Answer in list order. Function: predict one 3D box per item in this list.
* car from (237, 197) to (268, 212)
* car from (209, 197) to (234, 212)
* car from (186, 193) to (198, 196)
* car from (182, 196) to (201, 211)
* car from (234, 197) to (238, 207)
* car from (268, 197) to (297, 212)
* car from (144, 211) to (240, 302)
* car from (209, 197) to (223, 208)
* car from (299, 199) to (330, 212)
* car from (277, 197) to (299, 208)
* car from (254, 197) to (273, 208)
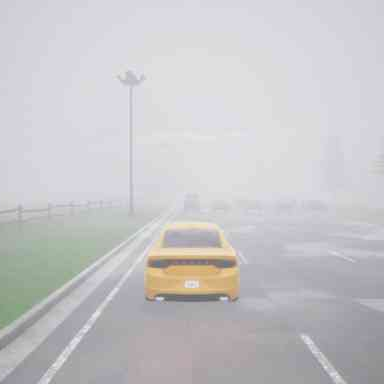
[{"bbox_3d":[6.997,1.547,39.083,2.033,1.411,5.357,0,0,0],"label":"car"},{"bbox_3d":[3.498,1.564,39.646,1.994,1.385,4.181,0,0,0],"label":"car"},{"bbox_3d":[-0.013,1.221,48.807,2.150,2.045,5.566,0,0,0],"label":"car"},{"bbox_3d":[-0.009,1.505,38.375,1.837,1.490,4.892,0,0,0],"label":"car"},{"bbox_3d":[6.993,1.491,49.405,2.128,1.511,4.902,0,0,0],"label":"car"},{"bbox_3d":[10.496,1.526,39.162,1.812,1.442,4.674,0,0,0],"label":"car"},{"bbox_3d":[-0.002,1.478,8.351,1.882,1.535,5.008,0,0,0],"label":"car"},{"bbox_3d":[3.493,1.526,49.680,1.812,1.442,4.674,0,0,0],"label":"car"},{"bbox_3d":[13.989,1.547,38.220,2.033,1.411,5.357,0,0,0],"label":"car"},{"bbox_3d":[13.988,1.505,48.825,1.837,1.490,4.892,0,0,0],"label":"car"},{"bbox_3d":[10.490,1.526,49.214,1.812,1.442,4.674,0,0,0],"label":"car"}]
